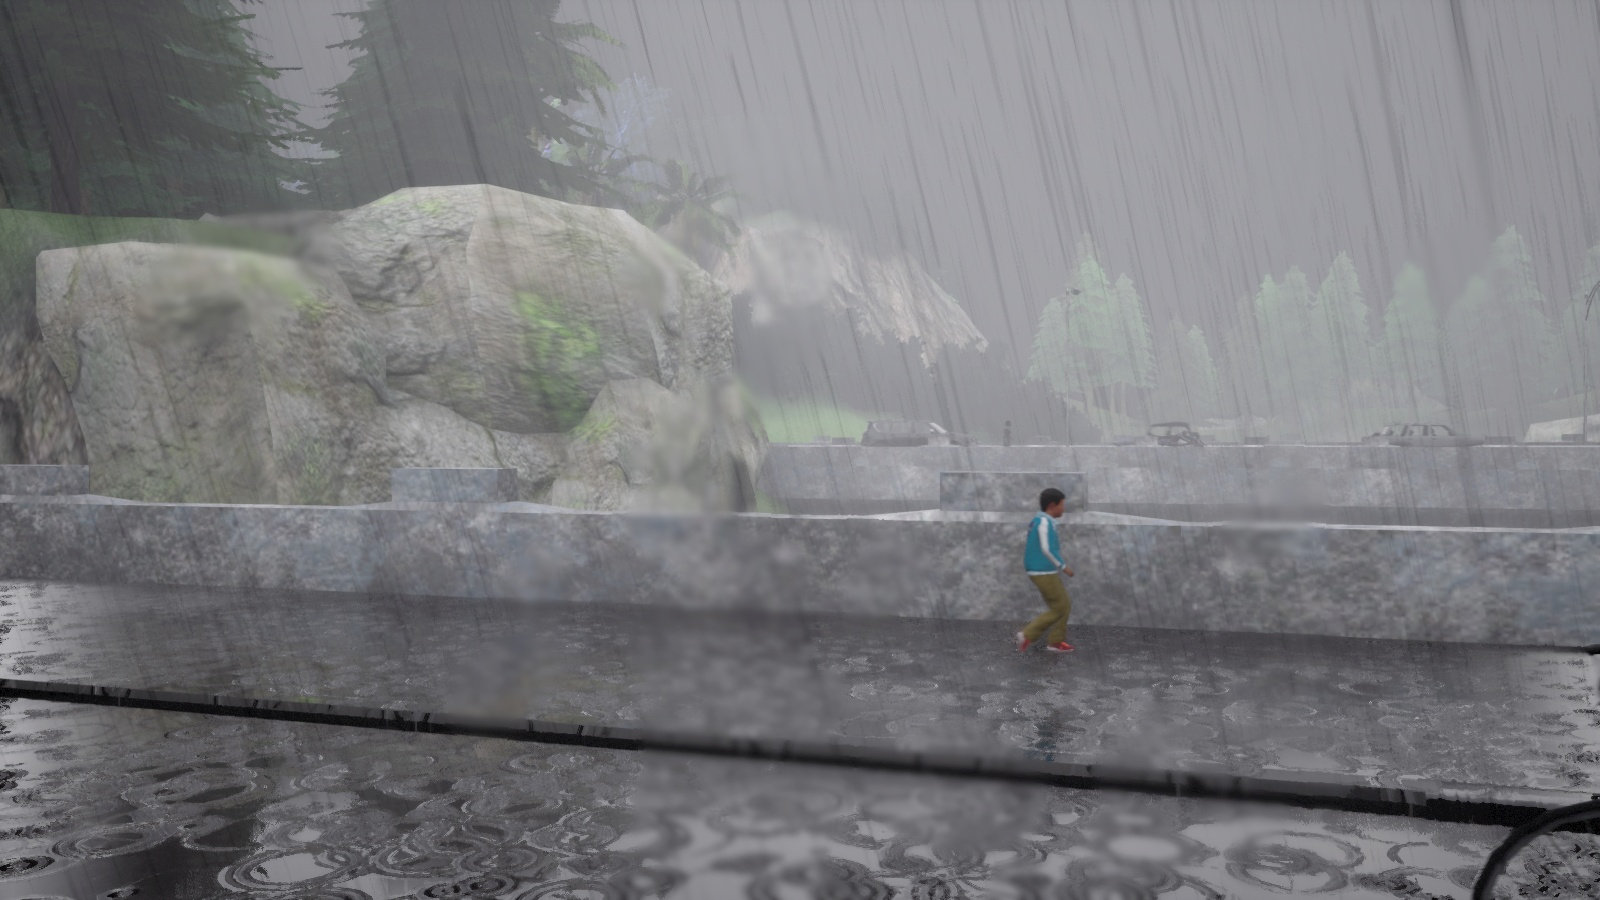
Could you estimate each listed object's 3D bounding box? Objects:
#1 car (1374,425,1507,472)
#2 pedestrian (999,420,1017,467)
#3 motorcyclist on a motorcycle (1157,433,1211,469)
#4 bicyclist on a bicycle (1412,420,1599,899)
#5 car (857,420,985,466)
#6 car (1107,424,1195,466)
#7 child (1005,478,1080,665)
[{"bbox_3d":[26.125,-0.080,51.390,4.605,1.855,1.932,0,1,19],"label":"car"},{"bbox_3d":[8.626,-0.264,52.044,0.666,1.930,0.402,0,1,4],"label":"pedestrian"},{"bbox_3d":[16.692,0.051,54.557,2.191,1.530,0.866,0,1,19],"label":"motorcyclist on a motorcycle"},{"bbox_3d":[2.375,0.742,2.910,1.656,1.620,0.582,0,1,19],"label":"bicyclist on a bicycle"},{"bbox_3d":[5.603,-0.367,58.271,5.566,2.045,2.150,1,1,19],"label":"car"},{"bbox_3d":[16.454,-0.258,58.852,3.866,1.878,1.905,1,1,19],"label":"car"},{"bbox_3d":[1.598,0.790,8.289,0.448,1.192,0.343,0,1,6],"label":"child"}]
